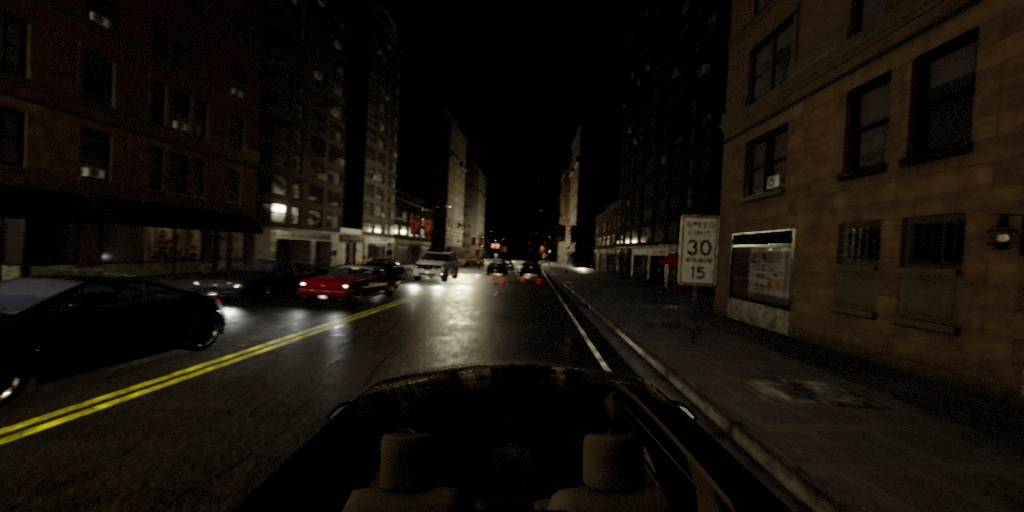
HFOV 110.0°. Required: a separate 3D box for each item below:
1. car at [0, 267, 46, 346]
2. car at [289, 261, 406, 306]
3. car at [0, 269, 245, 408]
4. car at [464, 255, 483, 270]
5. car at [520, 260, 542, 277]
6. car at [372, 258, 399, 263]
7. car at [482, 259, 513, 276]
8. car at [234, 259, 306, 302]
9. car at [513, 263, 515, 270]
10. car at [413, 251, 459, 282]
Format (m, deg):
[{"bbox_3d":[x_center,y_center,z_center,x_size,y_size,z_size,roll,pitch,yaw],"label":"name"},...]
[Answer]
[{"bbox_3d":[-9.838,0.856,4.415,1.895,1.301,4.718,3,0,3],"label":"car"},{"bbox_3d":[-6.041,1.038,13.903,1.895,1.301,4.718,3,0,3],"label":"car"},{"bbox_3d":[-6.543,0.983,5.158,1.994,1.385,4.181,3,0,3],"label":"car"},{"bbox_3d":[-4.317,0.624,41.704,1.882,1.535,5.008,3,0,3],"label":"car"},{"bbox_3d":[1.984,1.165,37.268,2.097,1.767,4.553,3,0,4],"label":"car"},{"bbox_3d":[-8.693,0.859,24.192,1.994,1.385,4.181,3,0,3],"label":"car"},{"bbox_3d":[-1.369,1.140,35.809,2.128,1.511,4.902,3,0,4],"label":"car"},{"bbox_3d":[-9.286,0.822,14.001,2.033,1.411,5.357,3,0,4],"label":"car"},{"bbox_3d":[-0.726,1.209,47.447,2.033,1.411,5.357,3,0,4],"label":"car"},{"bbox_3d":[-5.321,0.680,25.941,2.150,2.045,5.566,3,0,3],"label":"car"}]
